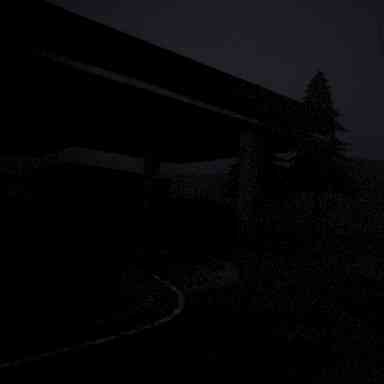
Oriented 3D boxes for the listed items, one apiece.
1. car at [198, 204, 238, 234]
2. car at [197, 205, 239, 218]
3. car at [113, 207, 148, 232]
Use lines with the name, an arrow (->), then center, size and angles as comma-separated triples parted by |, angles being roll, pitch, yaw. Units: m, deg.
car -> 2.164, 1.837, 23.505 | 1.905, 1.878, 3.866 | 2, -1, -37
car -> 3.051, 2.325, 40.625 | 2.033, 1.411, 5.357 | 2, -1, -37
car -> -4.970, 1.873, 23.535 | 2.242, 1.667, 4.611 | 2, -1, -37
